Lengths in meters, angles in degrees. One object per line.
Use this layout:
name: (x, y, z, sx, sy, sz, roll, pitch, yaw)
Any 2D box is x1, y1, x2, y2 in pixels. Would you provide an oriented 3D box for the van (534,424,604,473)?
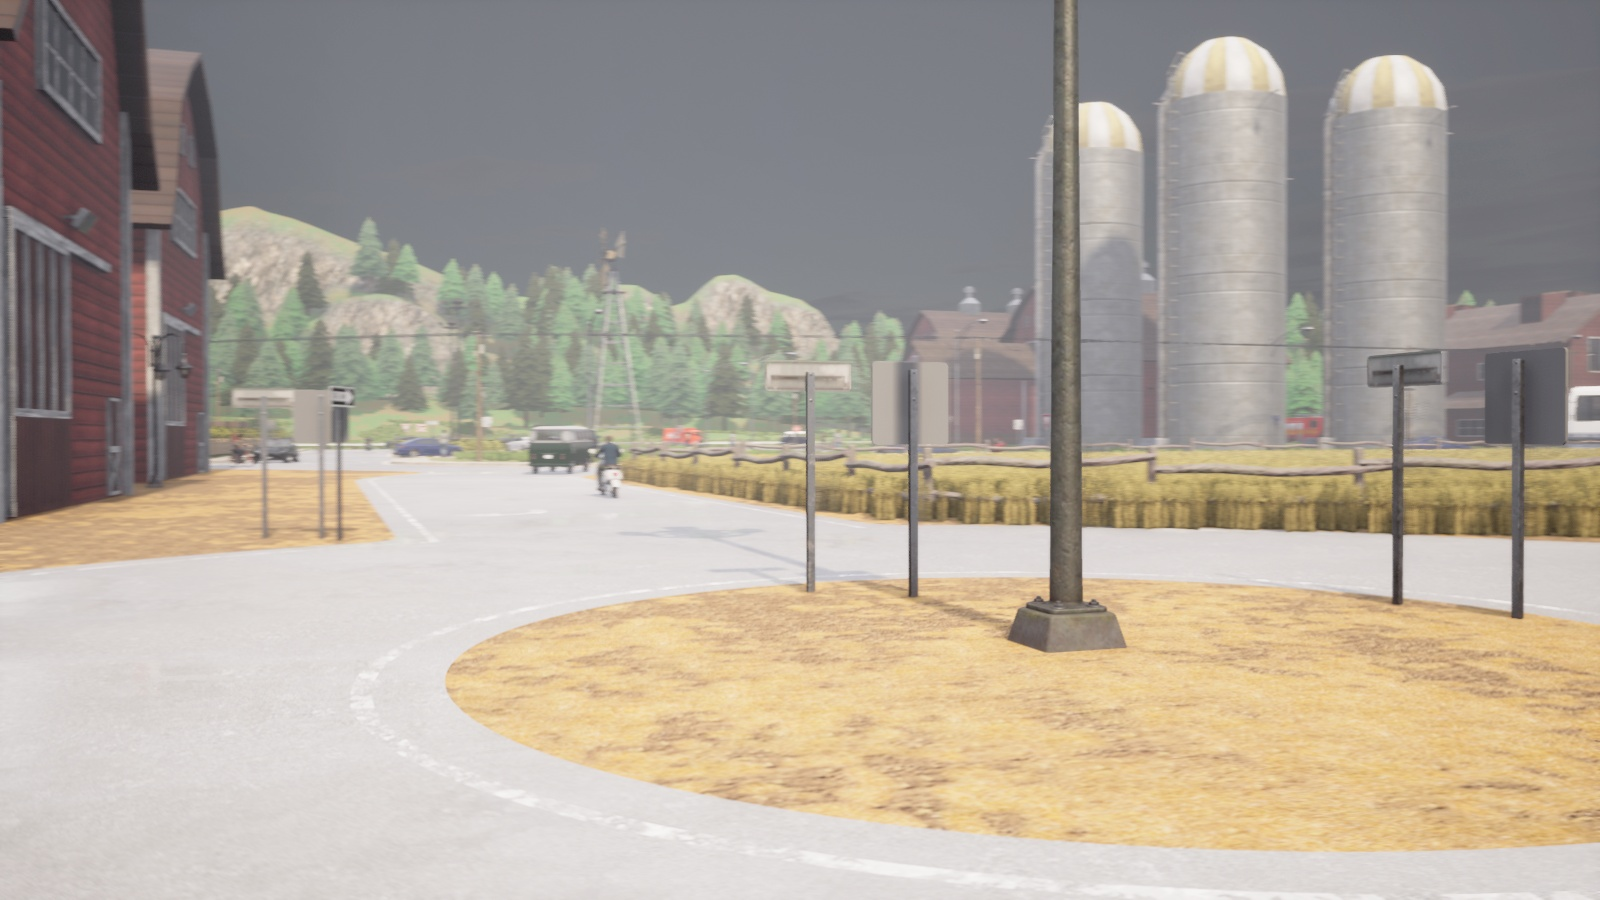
van: (-9.649, -0.099, 52.777, 1.775, 1.987, 4.442, 1, 1, 5)

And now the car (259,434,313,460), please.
car: (-30.456, -0.212, 74.532, 2.163, 1.488, 4.792, 0, 1, -12)

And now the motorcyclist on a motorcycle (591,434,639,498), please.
motorcyclist on a motorcycle: (-4.754, 0.375, 32.190, 0.866, 1.590, 1.817, 0, 1, -21)

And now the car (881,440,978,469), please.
car: (6.195, 0.205, 60.374, 4.181, 1.385, 1.994, 0, 1, -18)

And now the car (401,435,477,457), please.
car: (-24.808, -0.297, 86.358, 4.674, 1.442, 1.812, 0, 1, -34)

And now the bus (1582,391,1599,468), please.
bus: (48.789, -1.123, 67.963, 3.944, 4.253, 10.273, -1, 1, -42)

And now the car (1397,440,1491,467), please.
car: (35.574, 0.205, 69.424, 4.674, 1.442, 1.812, 0, 1, -17)

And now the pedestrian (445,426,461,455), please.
pedestrian: (-22.332, -0.589, 80.811, 0.874, 1.855, 0.900, 0, 1, -9)
